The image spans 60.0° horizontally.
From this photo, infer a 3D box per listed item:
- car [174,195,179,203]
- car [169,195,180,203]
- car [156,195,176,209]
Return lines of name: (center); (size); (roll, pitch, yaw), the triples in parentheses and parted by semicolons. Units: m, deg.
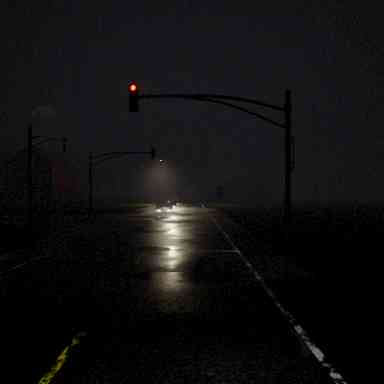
car: (-3.586, 1.477, 54.803); (1.812, 1.442, 4.674); (0, 0, 0)
car: (-3.537, 1.409, 66.553); (1.882, 1.535, 5.008); (0, 0, 1)
car: (-3.596, 1.530, 44.493); (1.994, 1.385, 4.181); (0, 0, 0)
